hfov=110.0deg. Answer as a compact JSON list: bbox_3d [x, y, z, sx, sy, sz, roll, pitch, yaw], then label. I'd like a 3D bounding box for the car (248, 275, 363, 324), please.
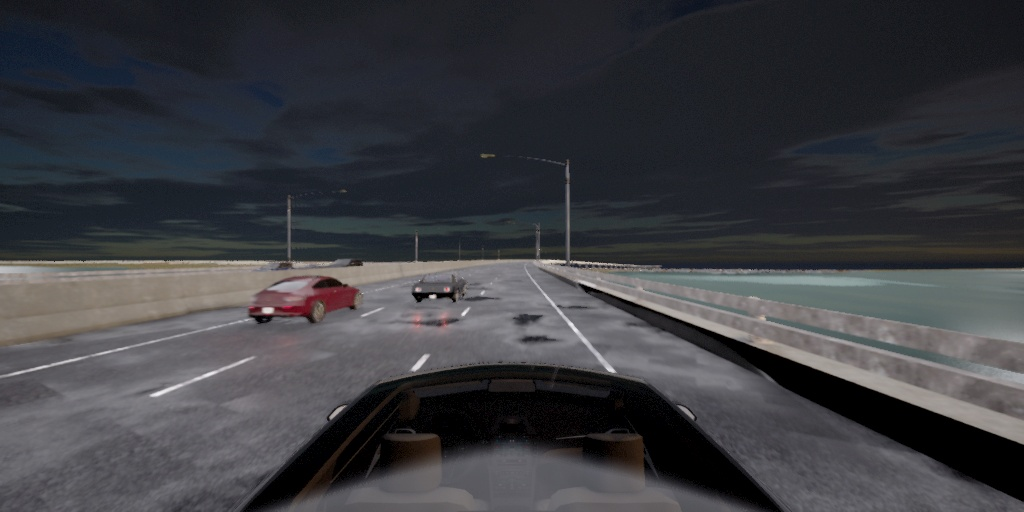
[{"bbox_3d":[-6.887,1.383,12.426,1.812,1.442,4.674,0,0,0],"label":"car"}]

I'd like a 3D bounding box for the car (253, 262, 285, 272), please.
[{"bbox_3d":[-24.313,1.460,36.813,2.097,1.767,4.553,0,0,1],"label":"car"}]

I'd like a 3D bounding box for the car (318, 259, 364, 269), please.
[{"bbox_3d":[-17.302,1.282,37.310,2.150,2.045,5.566,0,-1,1],"label":"car"}]

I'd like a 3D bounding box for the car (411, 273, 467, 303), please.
[{"bbox_3d":[-3.366,1.474,17.548,1.895,1.301,4.718,0,0,0],"label":"car"}]

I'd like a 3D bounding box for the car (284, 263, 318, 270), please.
[{"bbox_3d":[-20.801,1.589,37.269,2.128,1.511,4.902,0,0,1],"label":"car"}]
